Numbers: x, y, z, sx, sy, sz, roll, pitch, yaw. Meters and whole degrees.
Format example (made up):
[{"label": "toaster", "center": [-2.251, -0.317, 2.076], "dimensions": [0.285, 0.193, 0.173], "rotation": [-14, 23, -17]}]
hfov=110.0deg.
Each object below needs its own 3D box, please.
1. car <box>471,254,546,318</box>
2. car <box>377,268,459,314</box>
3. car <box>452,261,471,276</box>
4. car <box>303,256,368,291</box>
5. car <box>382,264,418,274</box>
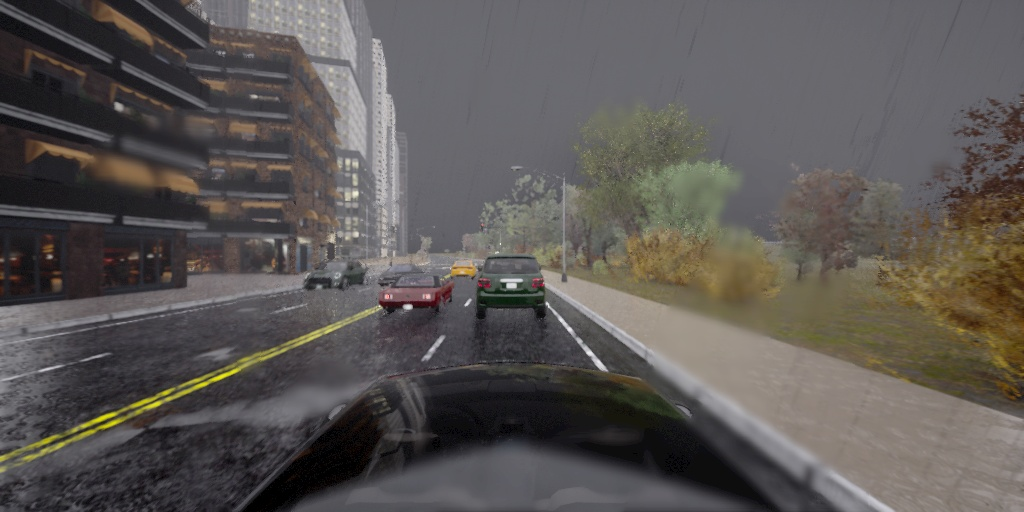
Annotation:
[{"label": "car", "center": [-0.079, 0.936, 12.963], "dimensions": [2.150, 2.045, 5.566], "rotation": [0, 0, -1]}, {"label": "car", "center": [-3.346, 1.315, 13.581], "dimensions": [1.895, 1.301, 4.718], "rotation": [0, 0, -1]}, {"label": "car", "center": [-4.128, 1.130, 31.127], "dimensions": [1.882, 1.535, 5.008], "rotation": [0, 0, -3]}, {"label": "car", "center": [-10.321, 1.045, 21.271], "dimensions": [2.097, 1.767, 4.553], "rotation": [0, 0, -2]}, {"label": "car", "center": [-7.150, 1.231, 23.560], "dimensions": [2.033, 1.411, 5.357], "rotation": [0, 0, -3]}]
